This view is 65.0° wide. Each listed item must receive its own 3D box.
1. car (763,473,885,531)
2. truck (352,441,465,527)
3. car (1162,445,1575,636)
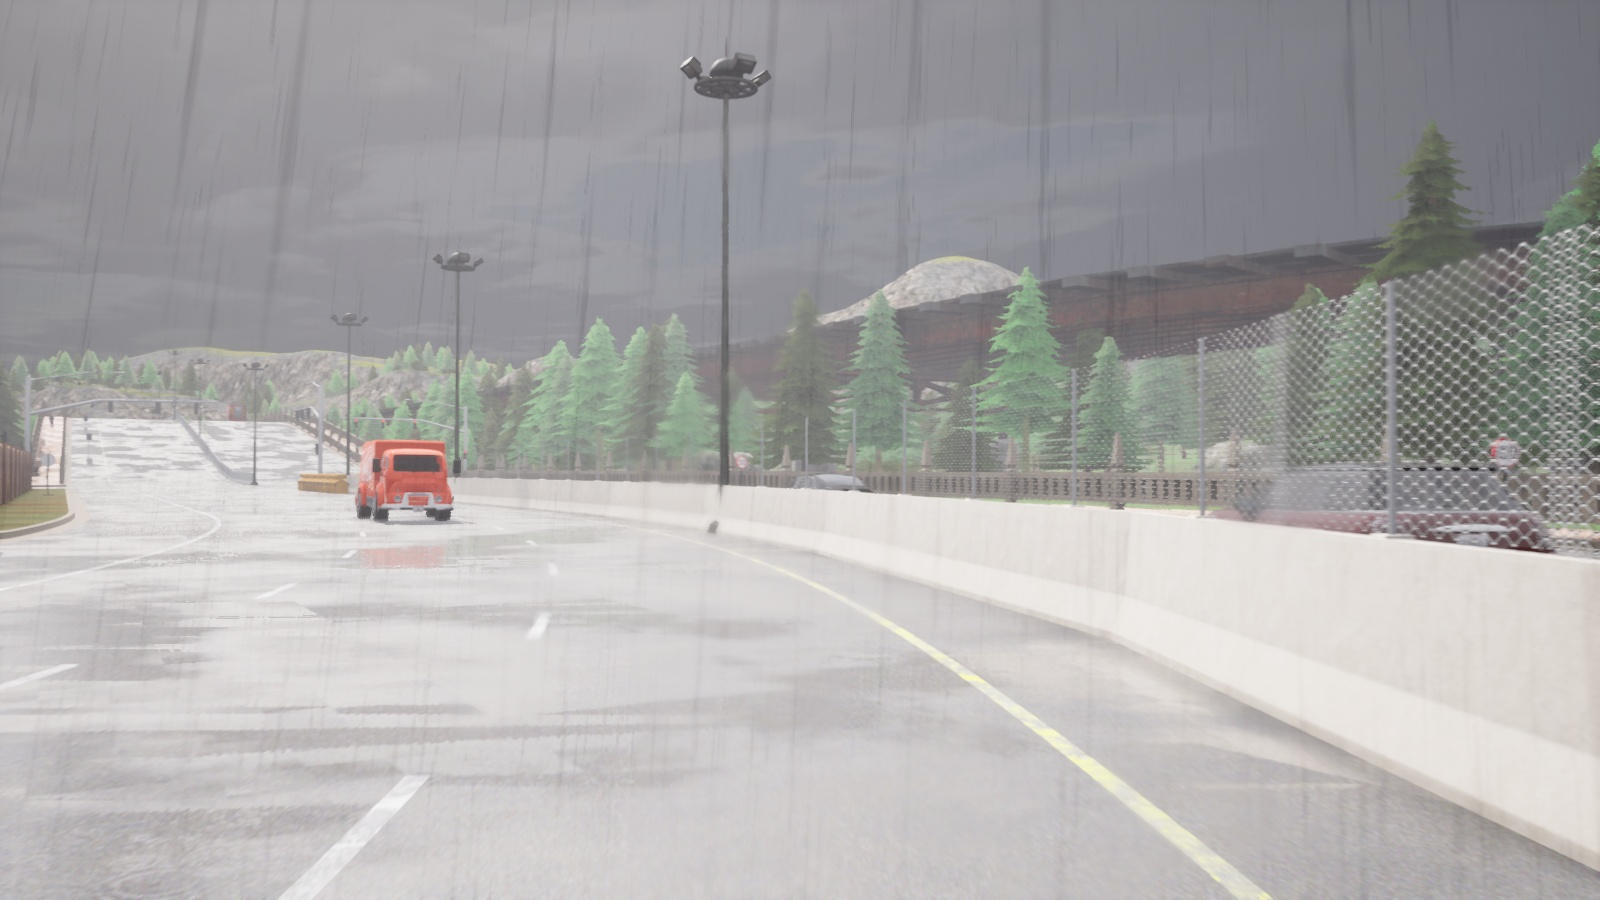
[{"bbox_3d":[0.580,1.411,35.489,1.837,1.490,4.892,0,-1,-20],"label":"car"},{"bbox_3d":[-12.204,1.035,38.919,2.627,2.467,5.204,1,-1,-25],"label":"truck"},{"bbox_3d":[6.008,0.879,14.041,2.097,1.767,4.553,0,-1,-8],"label":"car"}]
